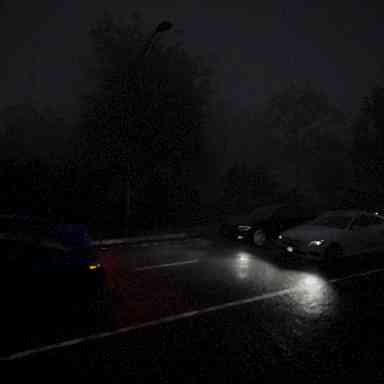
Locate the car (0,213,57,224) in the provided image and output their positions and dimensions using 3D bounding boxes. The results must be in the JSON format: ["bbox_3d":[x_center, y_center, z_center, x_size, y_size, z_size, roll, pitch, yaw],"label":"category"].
[{"bbox_3d":[-5.243,1.333,8.710,5.008,1.535,1.882,0,1,-32],"label":"car"}]

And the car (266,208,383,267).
[{"bbox_3d":[4.892,1.340,10.780,4.674,1.442,1.812,-1,1,-29],"label":"car"}]

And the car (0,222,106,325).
[{"bbox_3d":[-3.806,1.428,5.471,4.674,1.442,1.812,0,1,-32],"label":"car"}]

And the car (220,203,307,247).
[{"bbox_3d":[3.527,1.243,14.021,5.008,1.535,1.882,-1,1,-28],"label":"car"}]
